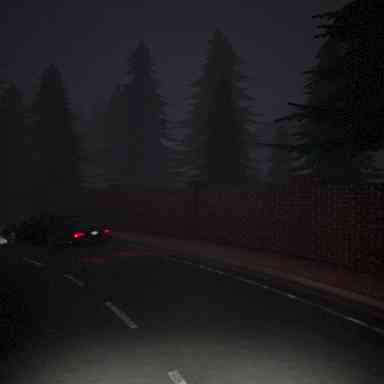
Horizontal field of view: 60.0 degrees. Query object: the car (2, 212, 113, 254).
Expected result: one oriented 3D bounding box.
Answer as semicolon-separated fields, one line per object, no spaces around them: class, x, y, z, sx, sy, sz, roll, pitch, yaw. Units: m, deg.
car;-5.603;1.545;13.555;5.357;1.411;2.033;0;0;35
